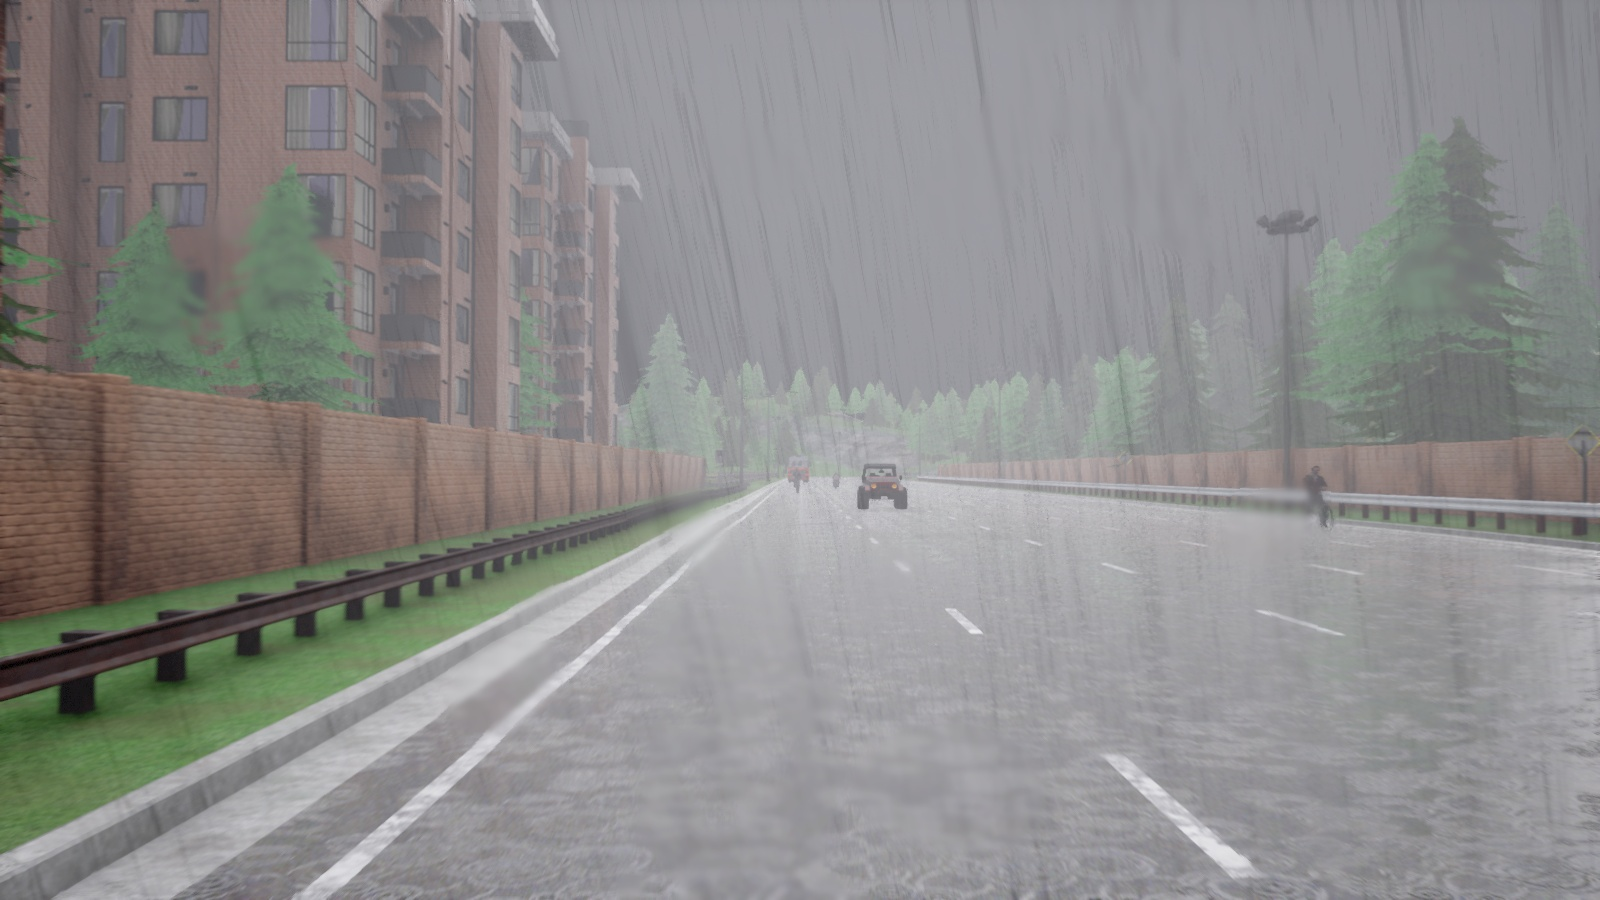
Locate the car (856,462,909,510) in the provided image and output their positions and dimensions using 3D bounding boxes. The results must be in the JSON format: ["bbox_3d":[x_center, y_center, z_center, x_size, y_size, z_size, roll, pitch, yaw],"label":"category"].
[{"bbox_3d":[3.373,1.463,51.781,1.905,1.878,3.866,0,-1,0],"label":"car"}]

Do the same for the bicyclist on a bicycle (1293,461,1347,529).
[{"bbox_3d":[13.894,1.192,33.614,0.659,1.776,1.843,0,-1,0],"label":"bicyclist on a bicycle"}]
